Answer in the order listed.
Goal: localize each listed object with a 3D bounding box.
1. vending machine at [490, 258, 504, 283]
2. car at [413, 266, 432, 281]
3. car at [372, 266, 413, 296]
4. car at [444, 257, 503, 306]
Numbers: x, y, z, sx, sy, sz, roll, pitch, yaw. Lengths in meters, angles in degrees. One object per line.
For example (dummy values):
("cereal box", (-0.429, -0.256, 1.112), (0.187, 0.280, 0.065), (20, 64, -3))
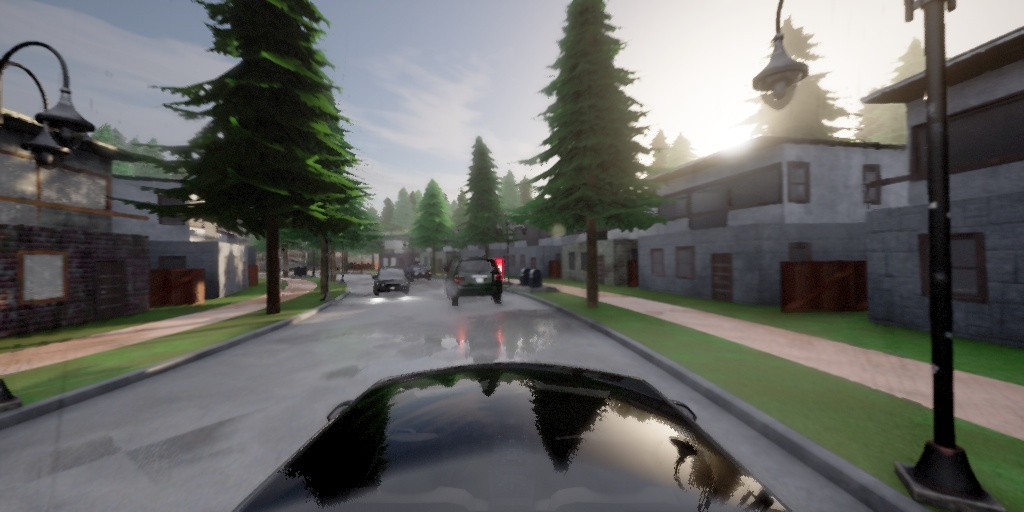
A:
("vending machine", (-1.132, 1.114, 27.205), (1.100, 2.100, 0.880), (0, 0, -23))
("car", (-9.238, 1.636, 34.284), (2.033, 1.411, 5.357), (-1, 0, -31))
("car", (-7.169, 1.484, 21.342), (1.837, 1.490, 4.892), (0, -1, -20))
("car", (-1.931, 1.092, 16.991), (2.150, 2.045, 5.566), (-1, 0, -14))
